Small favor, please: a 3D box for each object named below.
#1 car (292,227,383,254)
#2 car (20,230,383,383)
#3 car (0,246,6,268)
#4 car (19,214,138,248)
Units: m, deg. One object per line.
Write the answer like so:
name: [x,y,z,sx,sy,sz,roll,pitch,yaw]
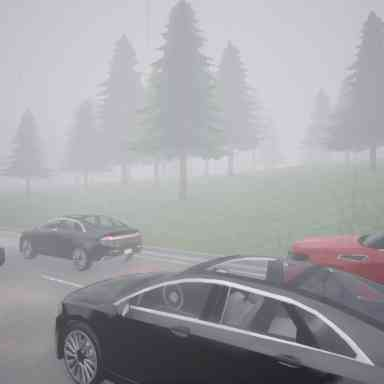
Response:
car: [4.248,1.221,5.261,5.566,2.045,2.150,0,0,36]
car: [0.440,1.492,3.680,4.902,1.511,2.128,0,0,36]
car: [-7.085,1.601,9.027,4.718,1.301,1.895,0,0,36]
car: [-3.798,1.492,10.971,4.902,1.511,2.128,0,0,36]
